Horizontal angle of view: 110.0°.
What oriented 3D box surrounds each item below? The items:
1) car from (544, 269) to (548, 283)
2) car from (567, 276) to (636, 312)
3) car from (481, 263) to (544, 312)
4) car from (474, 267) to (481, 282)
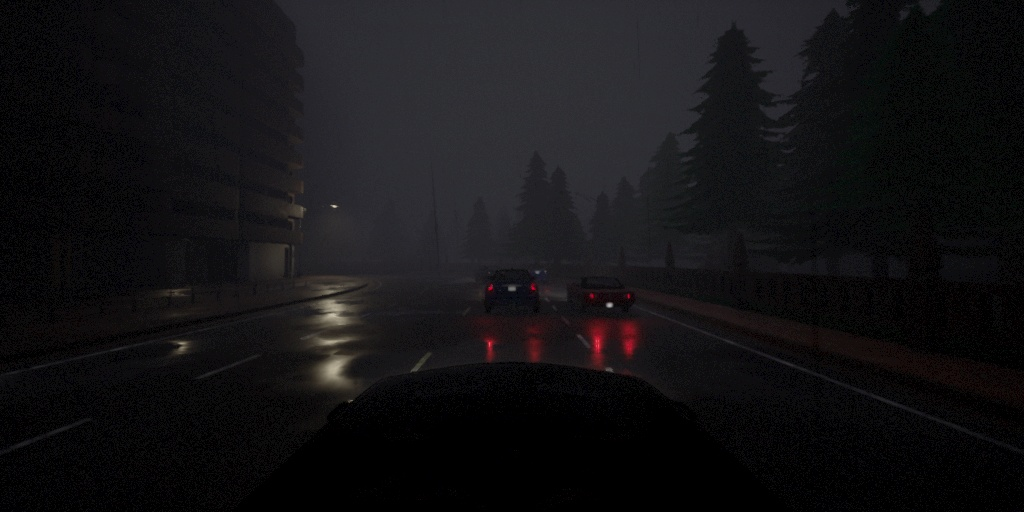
[{"bbox_3d":[1.439,1.424,31.374,2.097,1.767,4.553,0,-1,-18],"label":"car"},{"bbox_3d":[3.503,1.497,15.078,1.895,1.301,4.718,0,-1,0],"label":"car"},{"bbox_3d":[0.004,1.249,15.257,2.097,1.767,4.553,0,-1,0],"label":"car"},{"bbox_3d":[-1.960,1.558,30.558,2.128,1.511,4.902,0,-1,-18],"label":"car"}]
